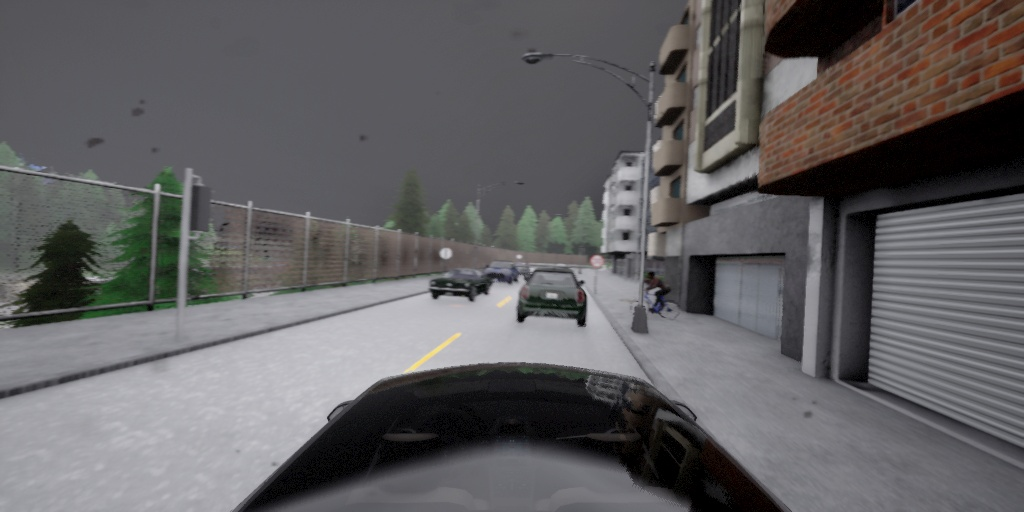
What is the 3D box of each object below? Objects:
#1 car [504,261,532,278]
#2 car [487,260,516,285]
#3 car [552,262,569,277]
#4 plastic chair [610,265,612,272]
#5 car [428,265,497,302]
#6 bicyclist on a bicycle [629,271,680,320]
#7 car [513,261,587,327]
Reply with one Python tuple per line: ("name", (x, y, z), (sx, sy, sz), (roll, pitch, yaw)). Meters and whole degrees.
("car", (0.735, 1.313, 36.693), (2.128, 1.511, 4.902), (3, 0, 9))
("car", (-0.770, 1.087, 26.572), (2.097, 1.767, 4.553), (3, 0, 8))
("car", (5.884, 1.568, 43.295), (1.882, 1.535, 5.008), (3, 0, 8))
("plastic chair", (17.872, 2.252, 62.394), (0.750, 1.272, 0.730), (0, 0, 18))
("car", (-2.229, 1.251, 16.700), (1.895, 1.301, 4.718), (3, 0, 8))
("bicyclist on a bicycle", (4.876, 1.356, 12.228), (1.656, 1.620, 0.582), (3, 0, 8))
("car", (1.440, 1.185, 12.448), (2.097, 1.767, 4.553), (3, 0, 8))
